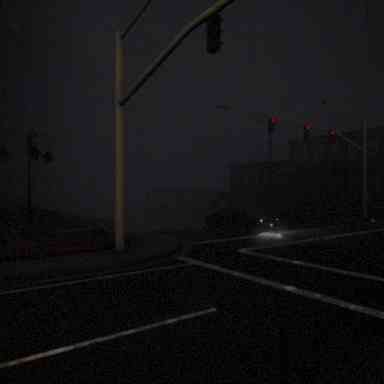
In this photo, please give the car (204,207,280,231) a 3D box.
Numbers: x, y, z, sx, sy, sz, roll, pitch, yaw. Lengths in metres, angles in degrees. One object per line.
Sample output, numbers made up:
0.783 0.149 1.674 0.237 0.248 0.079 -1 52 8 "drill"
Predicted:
2.957 1.688 21.146 2.033 1.411 5.357 0 -4 -36 "car"
